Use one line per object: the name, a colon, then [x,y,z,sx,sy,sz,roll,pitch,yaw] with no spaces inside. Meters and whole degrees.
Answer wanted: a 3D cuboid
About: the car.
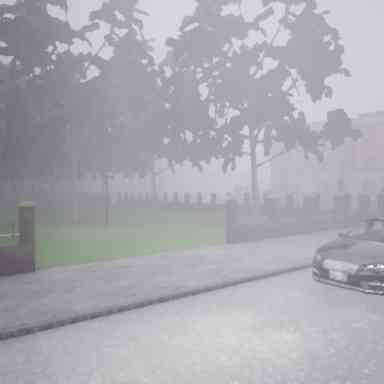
car: [4.925,1.393,8.088,4.902,1.511,2.128,-1,0,-35]
